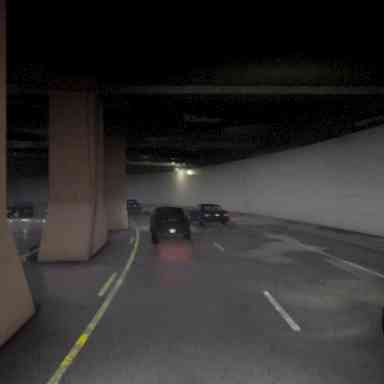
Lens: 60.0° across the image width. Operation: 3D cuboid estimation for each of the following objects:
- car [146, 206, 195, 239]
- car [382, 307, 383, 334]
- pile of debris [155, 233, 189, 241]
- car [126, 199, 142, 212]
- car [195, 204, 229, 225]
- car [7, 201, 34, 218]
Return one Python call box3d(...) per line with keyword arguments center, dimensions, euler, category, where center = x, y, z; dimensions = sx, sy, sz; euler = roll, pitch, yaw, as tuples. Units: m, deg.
box3d(center=(-1.259, 1.504, 17.375), dimensions=(1.837, 1.490, 4.892), euler=(0, 0, -9), category="car")
box3d(center=(3.544, 1.478, 2.529), dimensions=(1.882, 1.535, 5.008), euler=(0, 0, -1), category="car")
box3d(center=(-0.997, 2.176, 16.216), dimensions=(1.500, 0.140, 1.860), euler=(0, 0, -8), category="pile of debris")
box3d(center=(-7.179, 1.549, 38.261), dimensions=(2.033, 1.411, 5.357), euler=(0, 0, -23), category="car")
box3d(center=(1.065, 1.549, 24.035), dimensions=(2.033, 1.411, 5.357), euler=(0, 0, -13), category="car")
box3d(center=(-15.519, 1.548, 30.299), dimensions=(2.033, 1.411, 5.357), euler=(0, 0, -20), category="car")
